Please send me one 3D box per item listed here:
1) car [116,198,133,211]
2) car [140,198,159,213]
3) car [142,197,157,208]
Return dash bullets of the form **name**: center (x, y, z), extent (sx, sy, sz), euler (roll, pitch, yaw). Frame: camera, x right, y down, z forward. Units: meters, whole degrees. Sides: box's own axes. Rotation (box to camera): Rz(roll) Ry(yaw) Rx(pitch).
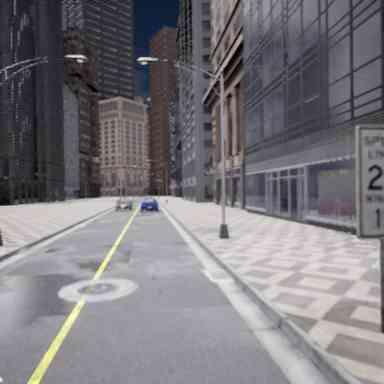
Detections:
- **car**: center (-8.223, 1.480, 40.625), extent (2.128, 1.511, 4.902), euler (-1, 0, -7)
- **car**: center (-4.690, 1.422, 36.896), extent (1.882, 1.535, 5.008), euler (-1, 0, -7)
- **car**: center (-6.052, 1.497, 47.154), extent (1.994, 1.385, 4.181), euler (-1, 0, -7)
